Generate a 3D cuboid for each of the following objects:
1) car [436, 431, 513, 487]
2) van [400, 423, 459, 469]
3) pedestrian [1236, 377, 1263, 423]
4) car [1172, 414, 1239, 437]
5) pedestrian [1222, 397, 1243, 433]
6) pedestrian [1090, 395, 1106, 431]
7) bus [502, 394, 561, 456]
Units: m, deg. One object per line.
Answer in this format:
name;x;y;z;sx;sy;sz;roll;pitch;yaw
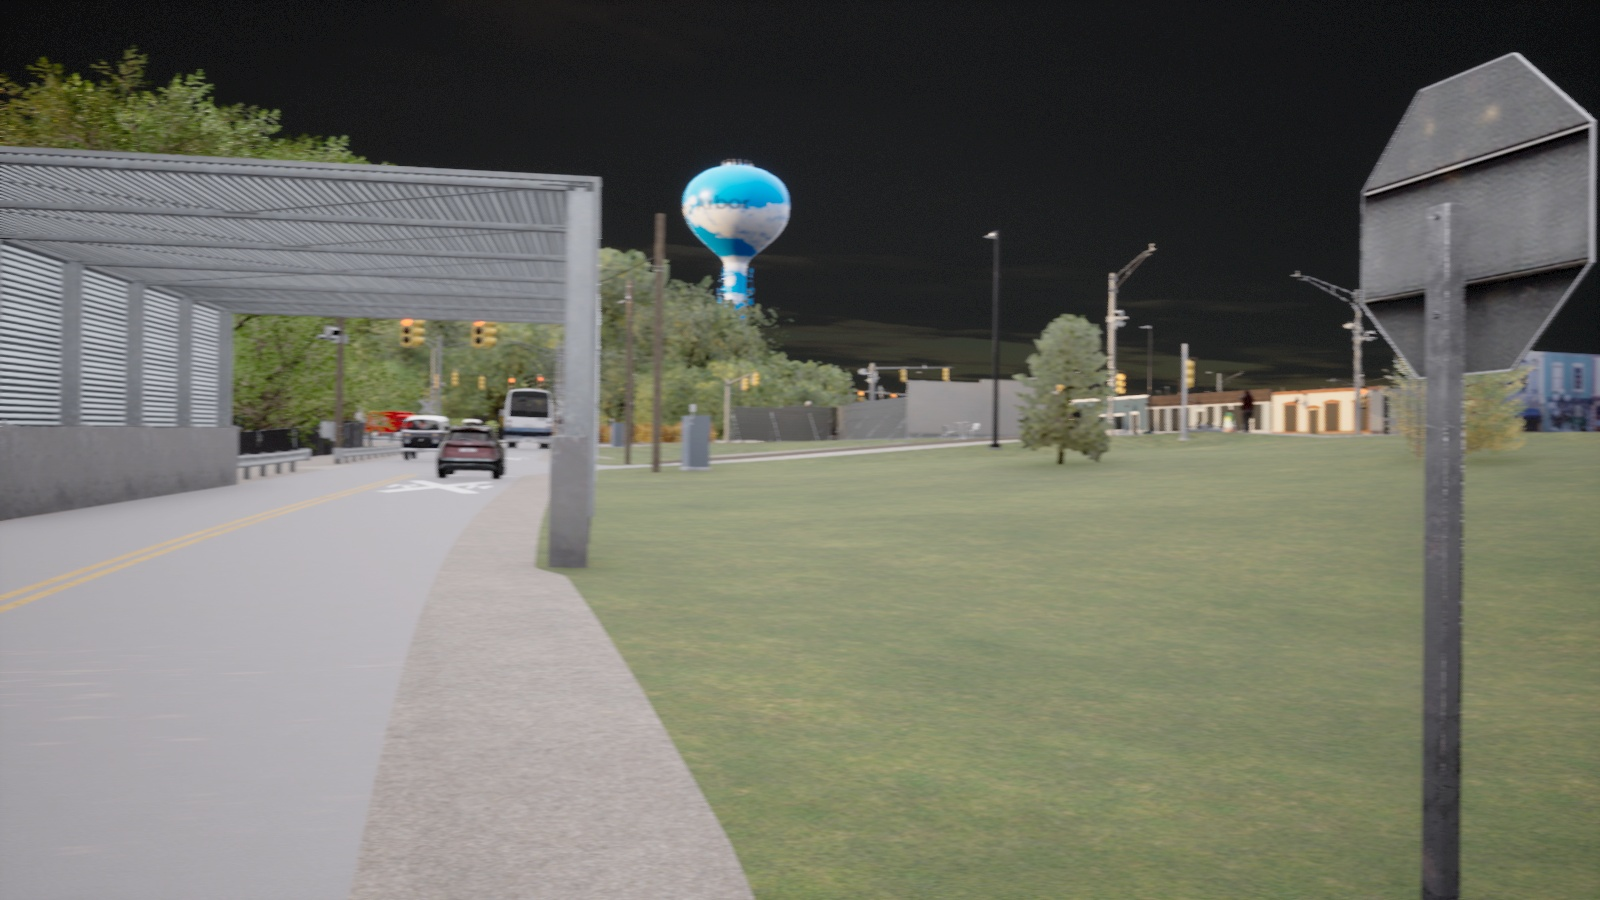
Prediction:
car;-10.190;0.243;39.622;2.033;1.649;4.856;0;1;-11
van;-16.951;-0.209;57.673;2.069;2.038;4.480;0;1;-10
pedestrian;18.845;-2.081;52.617;0.634;1.844;0.899;0;-1;-16
car;25.675;-1.528;79.650;1.994;1.385;4.181;0;0;-17
pedestrian;23.502;-1.884;68.232;0.873;1.952;0.659;0;-1;-18
pedestrian;15.624;-1.925;65.800;0.706;1.836;0.354;0;-1;-16
bus;-19.827;-1.836;92.533;3.944;4.253;10.273;1;1;-13
